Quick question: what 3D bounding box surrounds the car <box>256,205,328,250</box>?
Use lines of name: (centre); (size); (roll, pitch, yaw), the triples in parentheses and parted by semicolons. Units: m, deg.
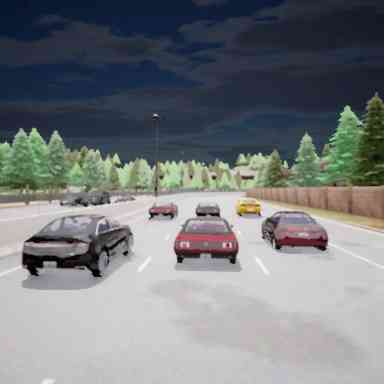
car: (4.143, 1.487, 14.016); (1.994, 1.385, 4.181); (0, 0, 3)

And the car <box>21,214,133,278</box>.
car: (-3.080, 1.407, 9.917); (2.128, 1.511, 4.902); (0, 0, 3)

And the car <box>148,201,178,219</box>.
car: (-2.204, 1.403, 27.015); (1.895, 1.301, 4.718); (0, 0, 3)

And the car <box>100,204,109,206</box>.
car: (-12.079, 0.869, 42.390); (2.150, 2.045, 5.566); (0, 0, 3)

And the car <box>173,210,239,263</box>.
car: (0.513, 1.522, 11.657); (1.895, 1.301, 4.718); (0, 0, 3)

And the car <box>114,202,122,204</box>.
car: (-8.563, 1.210, 42.663); (2.033, 1.411, 5.357); (0, 0, 3)

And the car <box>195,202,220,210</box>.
car: (1.292, 1.421, 26.832); (1.895, 1.301, 4.718); (0, 0, 3)

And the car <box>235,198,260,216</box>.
car: (4.965, 1.295, 29.875); (1.882, 1.535, 5.008); (0, 0, 3)
